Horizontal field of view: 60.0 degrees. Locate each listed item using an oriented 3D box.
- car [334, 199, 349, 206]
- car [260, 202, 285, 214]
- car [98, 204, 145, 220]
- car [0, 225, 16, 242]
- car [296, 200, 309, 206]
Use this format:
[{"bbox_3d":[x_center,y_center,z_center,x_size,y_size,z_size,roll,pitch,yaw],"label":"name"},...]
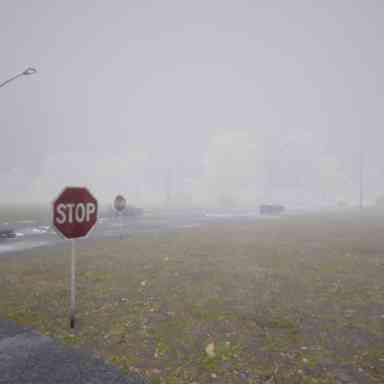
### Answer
[{"bbox_3d":[35.382,2.649,77.631,1.895,1.301,4.718,1,0,36],"label":"car"},{"bbox_3d":[10.561,2.040,43.346,1.882,1.535,5.008,1,0,36],"label":"car"},{"bbox_3d":[-6.846,1.823,31.258,2.033,1.411,5.357,1,0,36],"label":"car"},{"bbox_3d":[-10.574,1.643,14.186,2.033,1.411,5.357,0,-1,36],"label":"car"},{"bbox_3d":[25.111,2.435,75.379,1.994,1.385,4.181,1,0,36],"label":"car"}]
